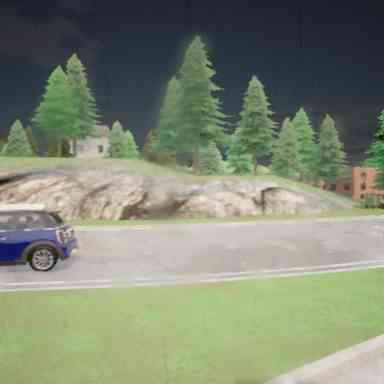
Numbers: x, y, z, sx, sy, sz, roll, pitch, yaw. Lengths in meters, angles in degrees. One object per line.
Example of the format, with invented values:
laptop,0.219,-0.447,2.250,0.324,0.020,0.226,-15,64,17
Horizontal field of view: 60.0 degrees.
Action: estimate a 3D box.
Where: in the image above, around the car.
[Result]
car,-5.837,1.326,9.864,4.553,1.767,2.097,0,0,-9
